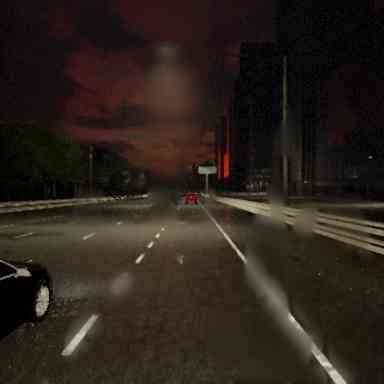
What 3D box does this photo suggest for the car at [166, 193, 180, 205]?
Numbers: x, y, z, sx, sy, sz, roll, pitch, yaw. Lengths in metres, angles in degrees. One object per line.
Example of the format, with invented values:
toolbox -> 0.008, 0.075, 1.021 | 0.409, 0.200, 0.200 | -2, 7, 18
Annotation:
car -> -3.660, 1.263, 58.532 | 2.150, 2.045, 5.566 | 0, 0, 0

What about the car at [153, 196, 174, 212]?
car -> -3.573, 1.572, 39.961 | 2.033, 1.411, 5.357 | 0, 0, 0

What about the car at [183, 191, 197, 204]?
car -> -0.108, 1.263, 66.251 | 2.150, 2.045, 5.566 | 0, 0, 0

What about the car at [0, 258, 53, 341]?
car -> -3.499, 1.507, 4.298 | 1.837, 1.490, 4.892 | 0, 0, 0

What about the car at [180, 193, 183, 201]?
car -> -3.865, 1.575, 87.893 | 1.812, 1.442, 4.674 | 0, 0, 0
